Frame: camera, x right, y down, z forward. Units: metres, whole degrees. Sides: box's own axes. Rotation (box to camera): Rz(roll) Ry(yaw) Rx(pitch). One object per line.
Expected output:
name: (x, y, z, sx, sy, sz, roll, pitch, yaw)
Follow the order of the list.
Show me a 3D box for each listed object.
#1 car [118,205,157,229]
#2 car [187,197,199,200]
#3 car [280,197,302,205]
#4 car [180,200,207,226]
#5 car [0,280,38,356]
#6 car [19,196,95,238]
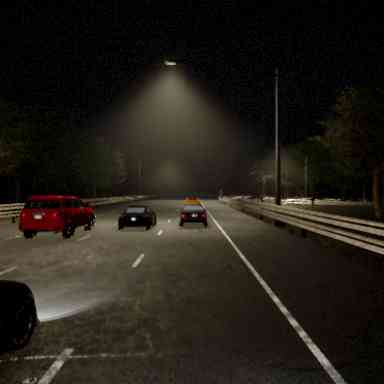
car: (-3.400, 1.540, 21.325, 1.994, 1.385, 4.181, 0, 0, 0)
car: (0.098, 1.411, 42.686, 1.882, 1.535, 5.008, 0, 0, 0)
car: (17.459, 1.637, 58.925, 1.994, 1.385, 4.181, 0, 1, -34)
car: (0.099, 1.519, 23.383, 2.033, 1.411, 5.357, 0, 0, 0)
car: (-3.402, 1.564, 3.525, 1.994, 1.385, 4.181, 0, 0, 0)
car: (-6.902, 1.206, 17.576, 2.150, 2.045, 5.566, 0, 0, 0)
